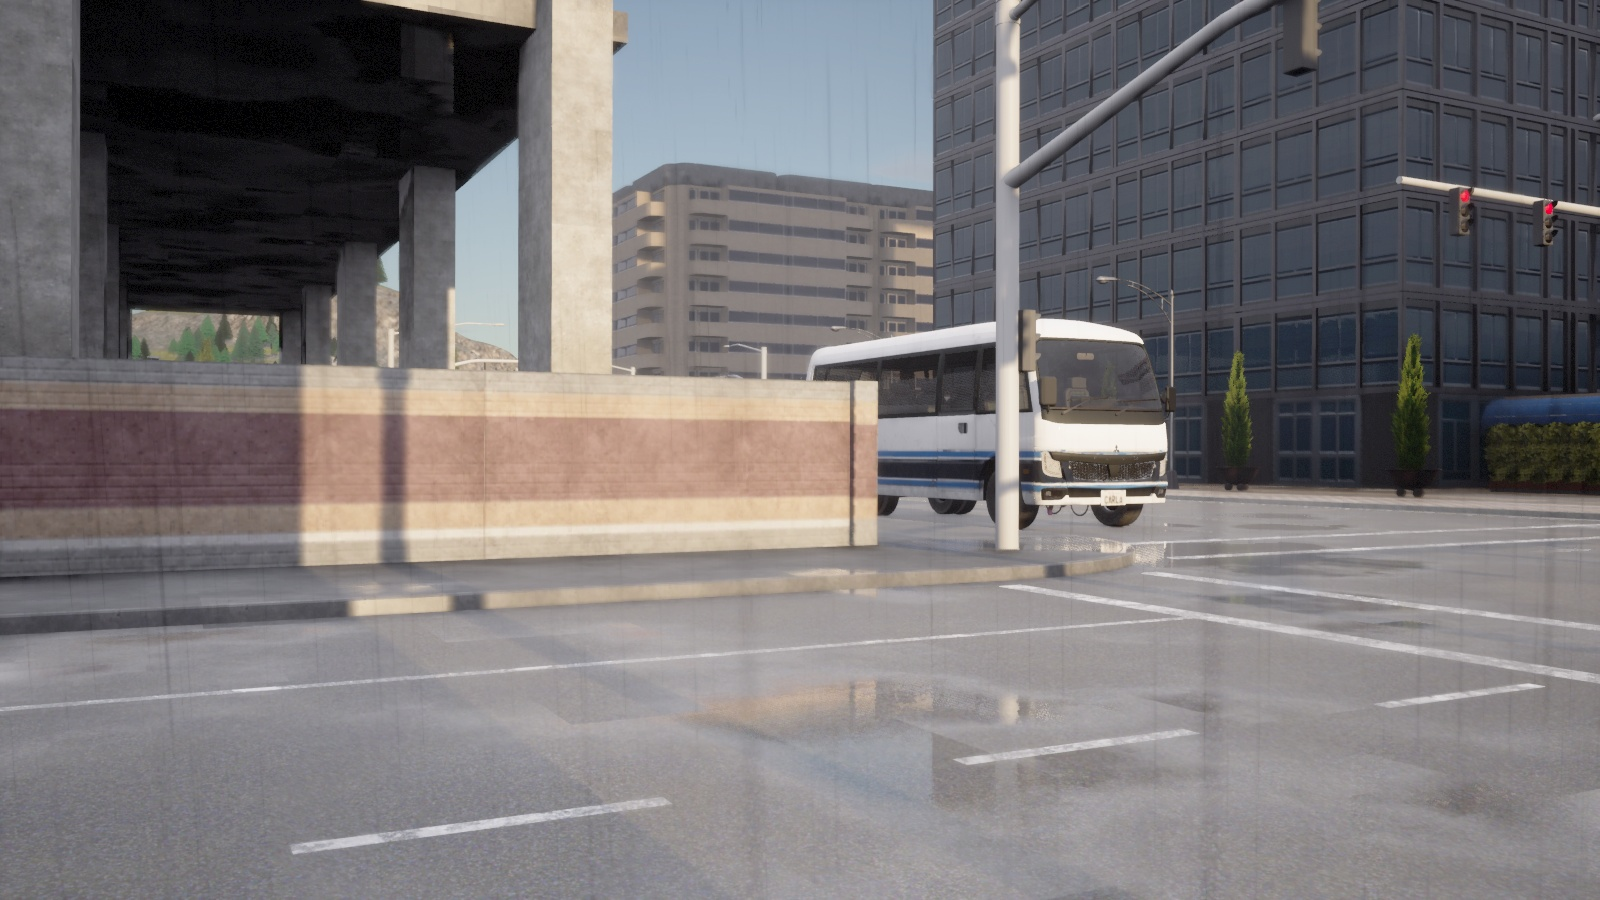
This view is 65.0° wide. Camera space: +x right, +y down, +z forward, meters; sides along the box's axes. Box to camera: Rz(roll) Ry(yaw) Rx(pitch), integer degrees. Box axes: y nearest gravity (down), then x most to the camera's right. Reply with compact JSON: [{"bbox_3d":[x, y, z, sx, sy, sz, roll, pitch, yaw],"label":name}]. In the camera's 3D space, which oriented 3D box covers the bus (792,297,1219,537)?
[{"bbox_3d":[3.924,-0.572,27.768,3.944,4.253,10.273,0,0,-27],"label":"bus"}]
